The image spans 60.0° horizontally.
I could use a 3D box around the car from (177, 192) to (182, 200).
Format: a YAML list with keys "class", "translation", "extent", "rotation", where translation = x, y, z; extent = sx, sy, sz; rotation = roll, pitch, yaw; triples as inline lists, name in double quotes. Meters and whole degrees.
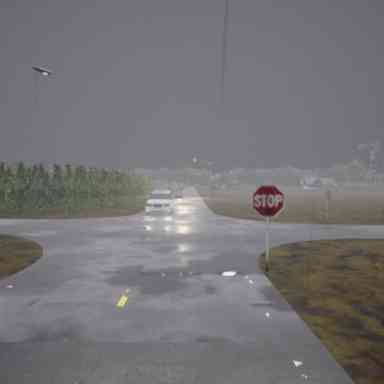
- class: "car"
  translation: [-2.751, 0.619, 60.575]
  extent: [1.994, 1.385, 4.181]
  rotation: [0, 1, 0]

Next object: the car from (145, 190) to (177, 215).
- class: "car"
  translation: [-2.748, 0.940, 29.423]
  extent: [2.150, 2.045, 5.566]
  rotation: [0, 3, 0]
